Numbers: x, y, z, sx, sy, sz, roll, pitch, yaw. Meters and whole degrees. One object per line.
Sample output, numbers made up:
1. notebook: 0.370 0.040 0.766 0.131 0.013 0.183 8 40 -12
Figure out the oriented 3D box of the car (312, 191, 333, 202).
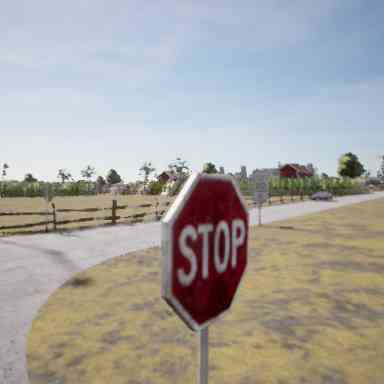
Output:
1. car: 18.402 0.589 46.891 1.994 1.385 4.181 1 2 36
